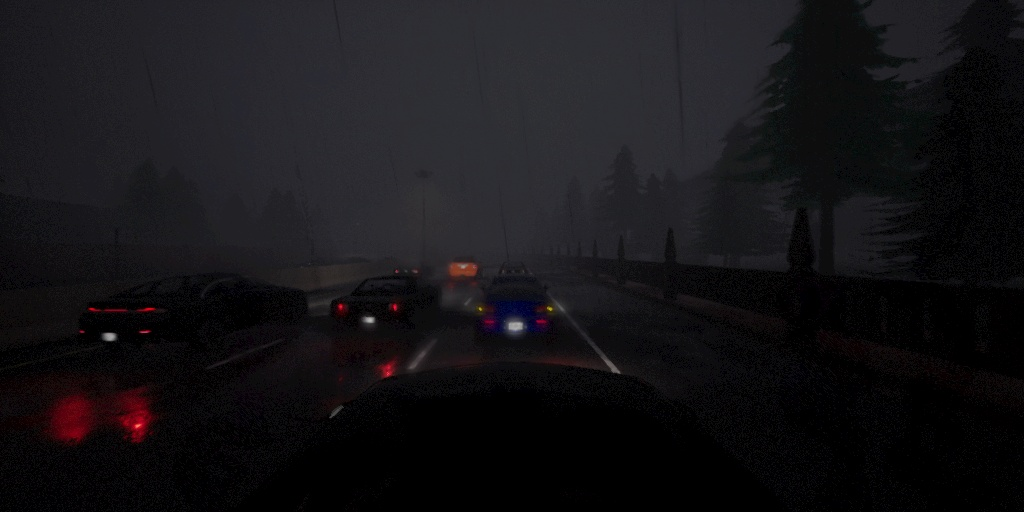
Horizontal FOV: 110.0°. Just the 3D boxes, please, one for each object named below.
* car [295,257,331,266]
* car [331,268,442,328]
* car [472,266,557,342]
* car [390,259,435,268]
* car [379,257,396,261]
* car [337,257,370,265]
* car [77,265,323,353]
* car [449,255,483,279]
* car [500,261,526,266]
[{"bbox_3d":[-21.140,0.791,38.272,1.812,1.442,4.674,0,1,-1],"label":"car"},{"bbox_3d":[-3.418,1.230,10.856,1.895,1.301,4.718,0,1,0],"label":"car"},{"bbox_3d":[0.075,1.175,9.336,1.812,1.442,4.674,0,1,0],"label":"car"},{"bbox_3d":[-6.916,1.031,25.881,1.895,1.301,4.718,0,1,0],"label":"car"},{"bbox_3d":[-14.200,0.789,41.297,1.994,1.385,4.181,0,1,-1],"label":"car"},{"bbox_3d":[-17.631,0.786,40.355,2.033,1.411,5.357,0,1,-1],"label":"car"},{"bbox_3d":[-6.931,1.150,8.610,2.128,1.511,4.902,0,1,0],"label":"car"},{"bbox_3d":[-3.413,0.763,27.267,2.097,1.767,4.553,0,1,0],"label":"car"},{"bbox_3d":[0.084,1.031,25.877,1.895,1.301,4.718,0,1,0],"label":"car"}]
